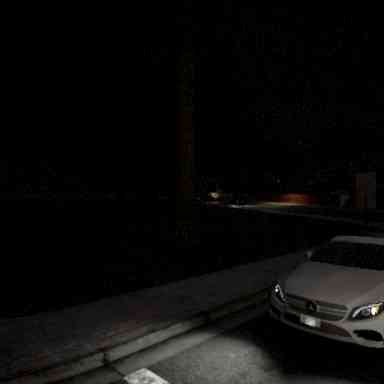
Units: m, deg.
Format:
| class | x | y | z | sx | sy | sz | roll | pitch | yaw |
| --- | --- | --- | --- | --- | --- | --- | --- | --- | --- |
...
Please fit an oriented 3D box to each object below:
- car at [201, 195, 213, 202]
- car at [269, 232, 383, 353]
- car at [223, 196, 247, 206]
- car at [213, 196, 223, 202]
| class | x | y | z | sx | sy | sz | roll | pitch | yaw |
| --- | --- | --- | --- | --- | --- | --- | --- | --- | --- |
| car | 3.306 | 1.406 | 67.785 | 2.033 | 1.411 | 5.357 | -1 | 1 | -14 |
| car | 3.321 | 1.543 | 6.321 | 4.674 | 1.442 | 1.812 | 0 | -1 | -45 |
| car | 7.065 | 1.365 | 52.821 | 1.837 | 1.490 | 4.892 | -1 | 1 | -14 |
| car | 6.383 | 1.357 | 67.109 | 1.895 | 1.301 | 4.718 | -1 | 1 | -14 |
